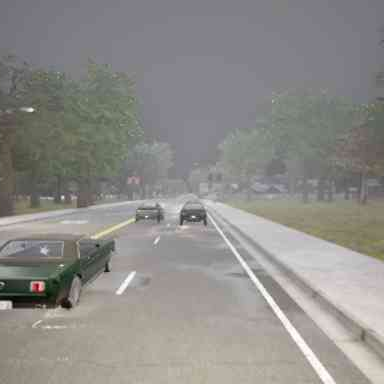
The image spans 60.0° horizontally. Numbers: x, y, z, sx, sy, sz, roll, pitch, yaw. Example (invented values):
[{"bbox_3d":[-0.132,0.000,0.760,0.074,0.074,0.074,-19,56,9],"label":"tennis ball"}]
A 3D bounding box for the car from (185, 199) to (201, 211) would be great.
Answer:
[{"bbox_3d":[0.095,1.647,42.562,1.994,1.385,4.181,0,0,0],"label":"car"}]

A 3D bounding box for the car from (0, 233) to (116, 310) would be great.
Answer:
[{"bbox_3d":[-3.151,1.607,7.777,1.895,1.301,4.718,0,0,0],"label":"car"}]

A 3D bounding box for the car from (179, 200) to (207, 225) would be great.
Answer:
[{"bbox_3d":[0.097,1.513,24.566,1.882,1.535,5.008,0,0,0],"label":"car"}]

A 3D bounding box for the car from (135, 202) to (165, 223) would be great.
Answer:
[{"bbox_3d":[-3.153,1.529,25.549,2.128,1.511,4.902,0,0,0],"label":"car"}]
